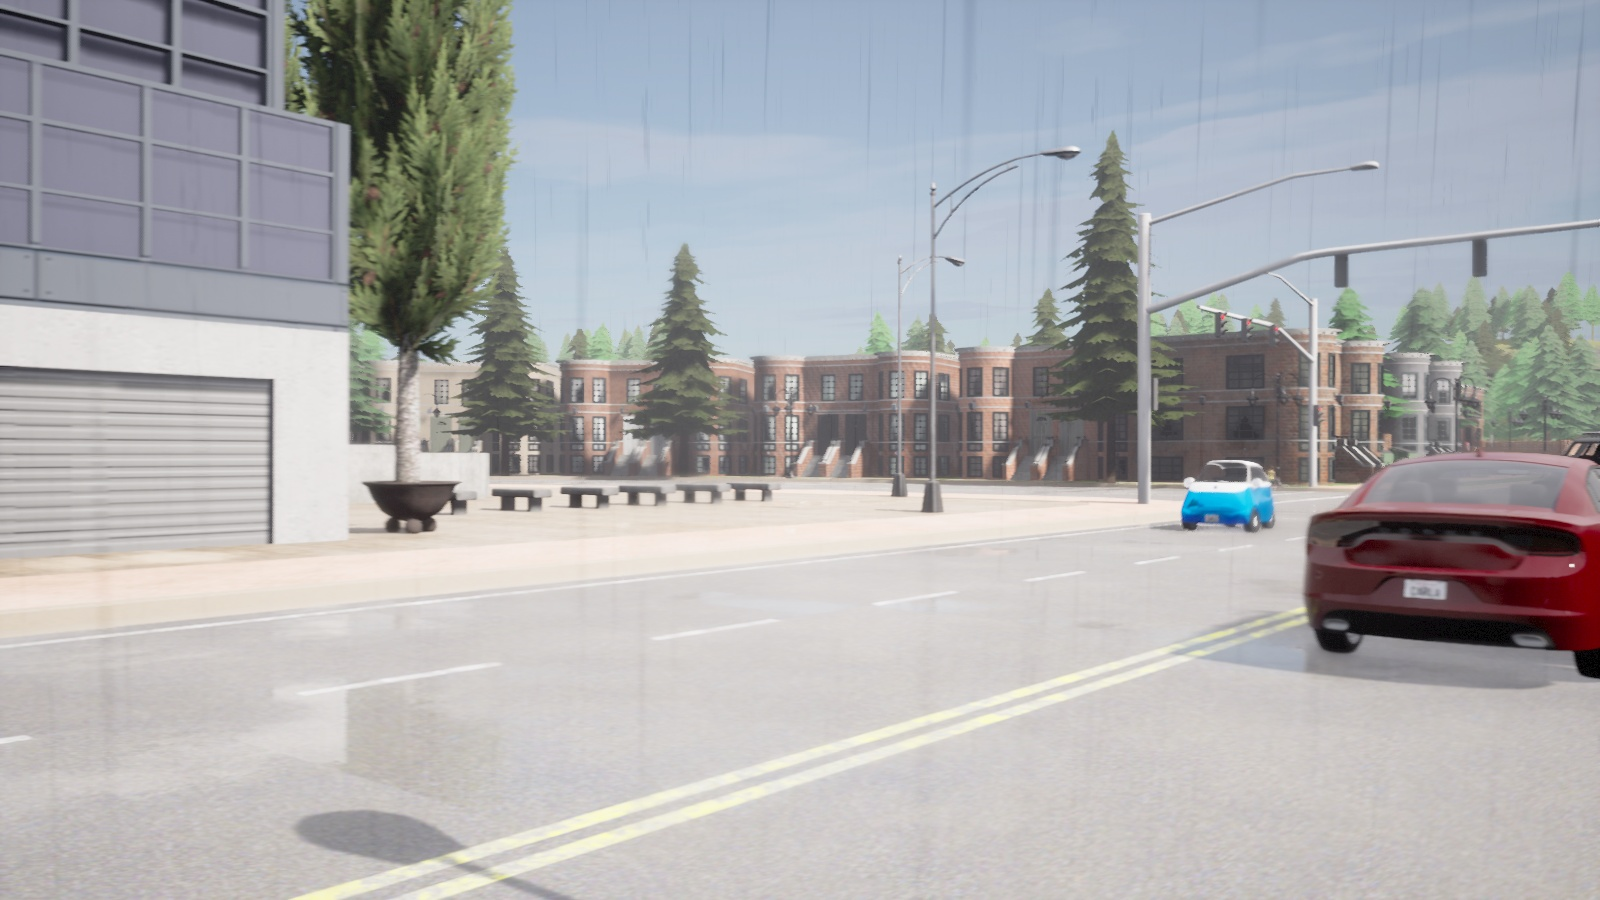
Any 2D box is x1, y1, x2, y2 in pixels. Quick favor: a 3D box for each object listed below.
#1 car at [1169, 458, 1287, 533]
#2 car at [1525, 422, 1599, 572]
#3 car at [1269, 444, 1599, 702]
[{"bbox_3d":[8.338,0.842,24.402,1.481,1.376,2.207,0,-1,39],"label":"car"},{"bbox_3d":[11.453,0.579,17.169,1.932,1.855,4.605,0,0,40],"label":"car"},{"bbox_3d":[5.555,0.735,9.984,1.882,1.535,5.008,0,0,40],"label":"car"}]
